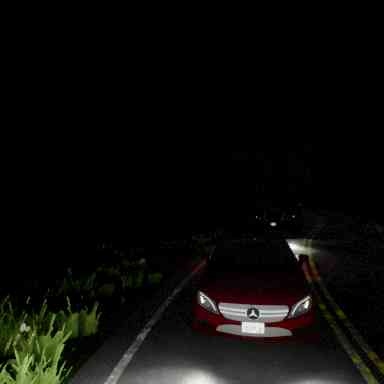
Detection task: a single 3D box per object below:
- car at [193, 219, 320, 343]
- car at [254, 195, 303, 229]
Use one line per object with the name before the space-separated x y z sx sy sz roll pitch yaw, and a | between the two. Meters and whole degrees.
car | 1.231 1.534 6.686 1.812 1.442 4.674 -1 0 11
car | 5.004 1.215 18.857 2.150 2.045 5.566 -2 -1 22
